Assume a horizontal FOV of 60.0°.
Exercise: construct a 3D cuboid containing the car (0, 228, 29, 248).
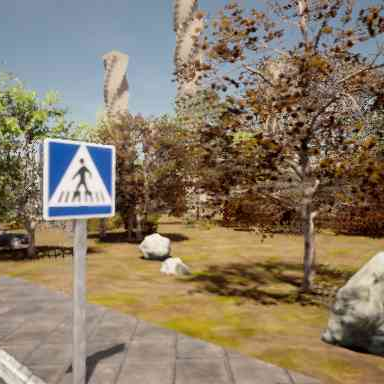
[{"bbox_3d":[-12.876,2.935,20.929,4.892,1.521,2.231,0,-4,-41],"label":"car"}]
